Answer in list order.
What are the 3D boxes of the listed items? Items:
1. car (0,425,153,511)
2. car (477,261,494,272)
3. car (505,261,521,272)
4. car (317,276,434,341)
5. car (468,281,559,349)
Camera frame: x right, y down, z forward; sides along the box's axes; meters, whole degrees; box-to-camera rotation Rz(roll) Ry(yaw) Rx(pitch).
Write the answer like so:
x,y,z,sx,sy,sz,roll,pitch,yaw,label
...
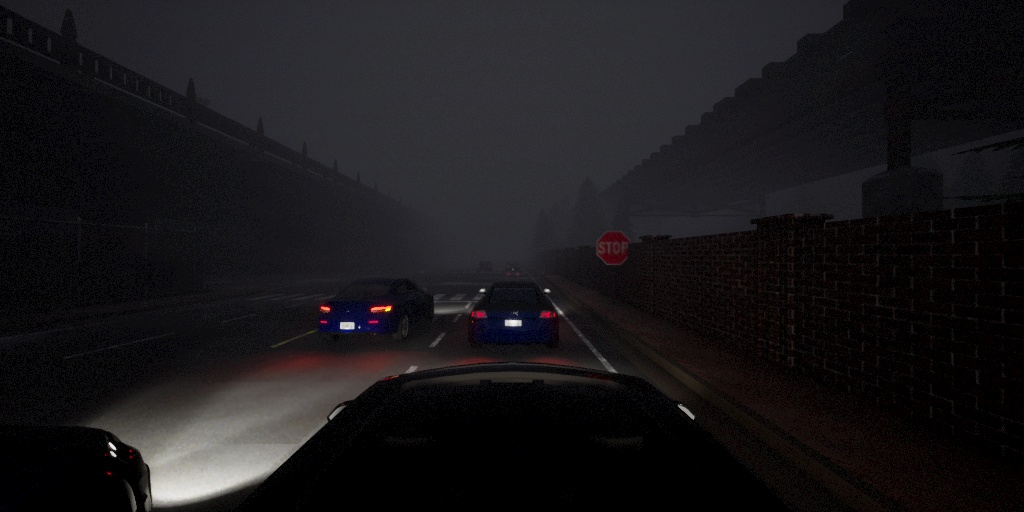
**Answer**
x,y,z,sx,sy,sz,roll,pitch,yaw,label
-3.398,1.314,0.623,1.994,1.385,4.181,0,0,0,car
-3.401,1.297,45.854,2.033,1.411,5.357,0,0,-1,car
0.094,1.351,46.016,1.895,1.301,4.718,0,0,-1,car
-3.413,1.276,9.719,1.812,1.442,4.674,0,0,0,car
0.069,1.314,9.197,1.994,1.385,4.181,0,0,1,car
